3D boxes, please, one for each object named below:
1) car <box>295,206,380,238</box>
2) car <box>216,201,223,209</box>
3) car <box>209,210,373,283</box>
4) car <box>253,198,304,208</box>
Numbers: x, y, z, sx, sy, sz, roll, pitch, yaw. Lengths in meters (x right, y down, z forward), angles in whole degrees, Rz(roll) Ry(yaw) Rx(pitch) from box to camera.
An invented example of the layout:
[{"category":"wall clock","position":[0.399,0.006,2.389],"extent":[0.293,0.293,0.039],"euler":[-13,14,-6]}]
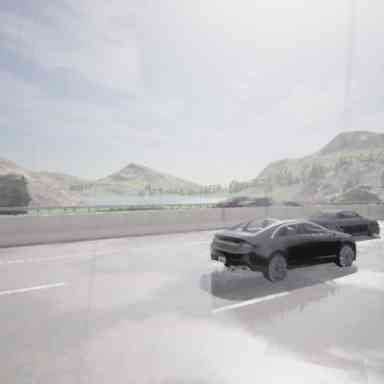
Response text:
[{"category":"car","position":[7.359,1.553,16.523],"extent":[4.181,1.385,1.994],"euler":[0,0,-30]},{"category":"car","position":[5.110,1.307,39.420],"extent":[4.553,1.767,2.097],"euler":[0,0,-27]},{"category":"car","position":[2.794,1.482,9.672],"extent":[4.902,1.511,2.128],"euler":[0,0,-33]},{"category":"car","position":[7.956,1.499,29.090],"extent":[4.674,1.442,1.812],"euler":[0,0,-28]}]
